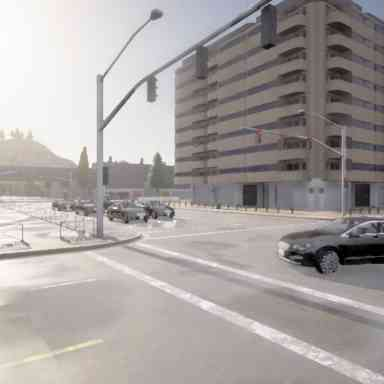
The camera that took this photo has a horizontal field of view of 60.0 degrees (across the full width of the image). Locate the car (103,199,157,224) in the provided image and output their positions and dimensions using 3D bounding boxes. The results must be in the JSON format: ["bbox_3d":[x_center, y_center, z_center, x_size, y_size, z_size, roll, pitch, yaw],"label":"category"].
[{"bbox_3d":[-5.032,1.547,25.819,2.128,1.511,4.902,0,0,-35],"label":"car"}]

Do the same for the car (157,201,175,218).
[{"bbox_3d":[-3.365,1.547,29.522,2.128,1.511,4.902,0,0,-35],"label":"car"}]

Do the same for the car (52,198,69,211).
[{"bbox_3d":[-16.086,1.547,41.446,2.128,1.511,4.902,0,0,-35],"label":"car"}]

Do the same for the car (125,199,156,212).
[{"bbox_3d":[-6.281,1.619,40.043,1.994,1.385,4.181,0,0,-35],"label":"car"}]

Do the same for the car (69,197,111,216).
[{"bbox_3d":[-10.279,1.547,33.231,2.128,1.511,4.902,0,0,-35],"label":"car"}]

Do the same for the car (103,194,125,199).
[{"bbox_3d":[-9.065,1.277,37.573,2.150,2.045,5.566,0,0,-35],"label":"car"}]

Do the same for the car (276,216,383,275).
[{"bbox_3d":[5.068,1.515,10.162,4.902,1.511,2.128,0,0,-7],"label":"car"}]
